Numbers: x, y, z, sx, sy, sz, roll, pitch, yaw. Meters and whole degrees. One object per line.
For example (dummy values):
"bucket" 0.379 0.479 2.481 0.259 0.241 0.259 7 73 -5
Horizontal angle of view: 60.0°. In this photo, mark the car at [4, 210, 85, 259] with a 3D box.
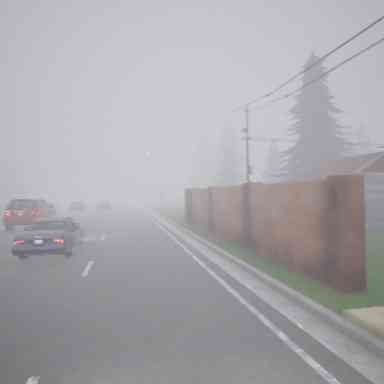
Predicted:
"car" -5.491 1.682 13.294 2.033 1.411 5.357 -1 0 -11

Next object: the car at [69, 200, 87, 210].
"car" -15.643 1.904 45.834 2.128 1.511 4.902 -1 0 -11

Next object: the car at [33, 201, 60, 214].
"car" -18.613 1.995 42.864 2.033 1.411 5.357 -1 0 -11

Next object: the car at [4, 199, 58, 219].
"car" -11.016 1.478 22.937 2.150 2.045 5.566 -1 0 -11

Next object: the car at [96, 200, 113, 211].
"car" -12.321 1.892 47.056 1.812 1.442 4.674 -1 0 -11
